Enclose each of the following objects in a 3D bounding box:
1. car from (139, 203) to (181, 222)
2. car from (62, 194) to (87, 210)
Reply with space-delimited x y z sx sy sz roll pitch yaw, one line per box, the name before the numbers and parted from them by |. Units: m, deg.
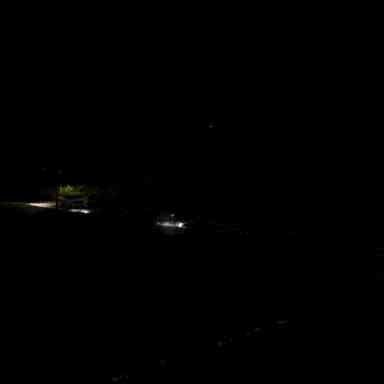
car | -2.661 1.611 26.987 1.994 1.385 4.181 -1 0 -36
car | -16.359 1.323 46.082 2.150 2.045 5.566 -1 1 -35
